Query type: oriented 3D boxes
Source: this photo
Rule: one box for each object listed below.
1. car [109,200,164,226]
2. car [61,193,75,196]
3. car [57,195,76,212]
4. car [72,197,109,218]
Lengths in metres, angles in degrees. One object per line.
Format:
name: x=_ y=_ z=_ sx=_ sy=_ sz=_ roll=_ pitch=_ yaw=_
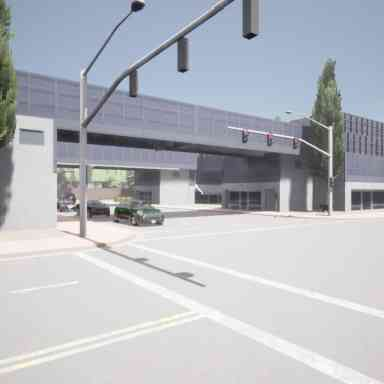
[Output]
car: x=-3.820 y=1.352 z=23.514 sx=2.097 sy=1.767 sz=4.553 roll=0 pitch=0 yaw=-36
car: x=-23.706 y=1.221 z=63.055 sx=2.150 sy=2.045 sz=5.566 roll=0 pitch=0 yaw=-36
car: x=-14.846 y=1.492 z=38.674 sx=2.128 sy=1.511 sz=4.902 roll=0 pitch=0 yaw=-36
car: x=-9.268 y=1.478 z=31.001 sx=1.882 sy=1.535 sz=5.008 roll=0 pitch=0 yaw=-36
